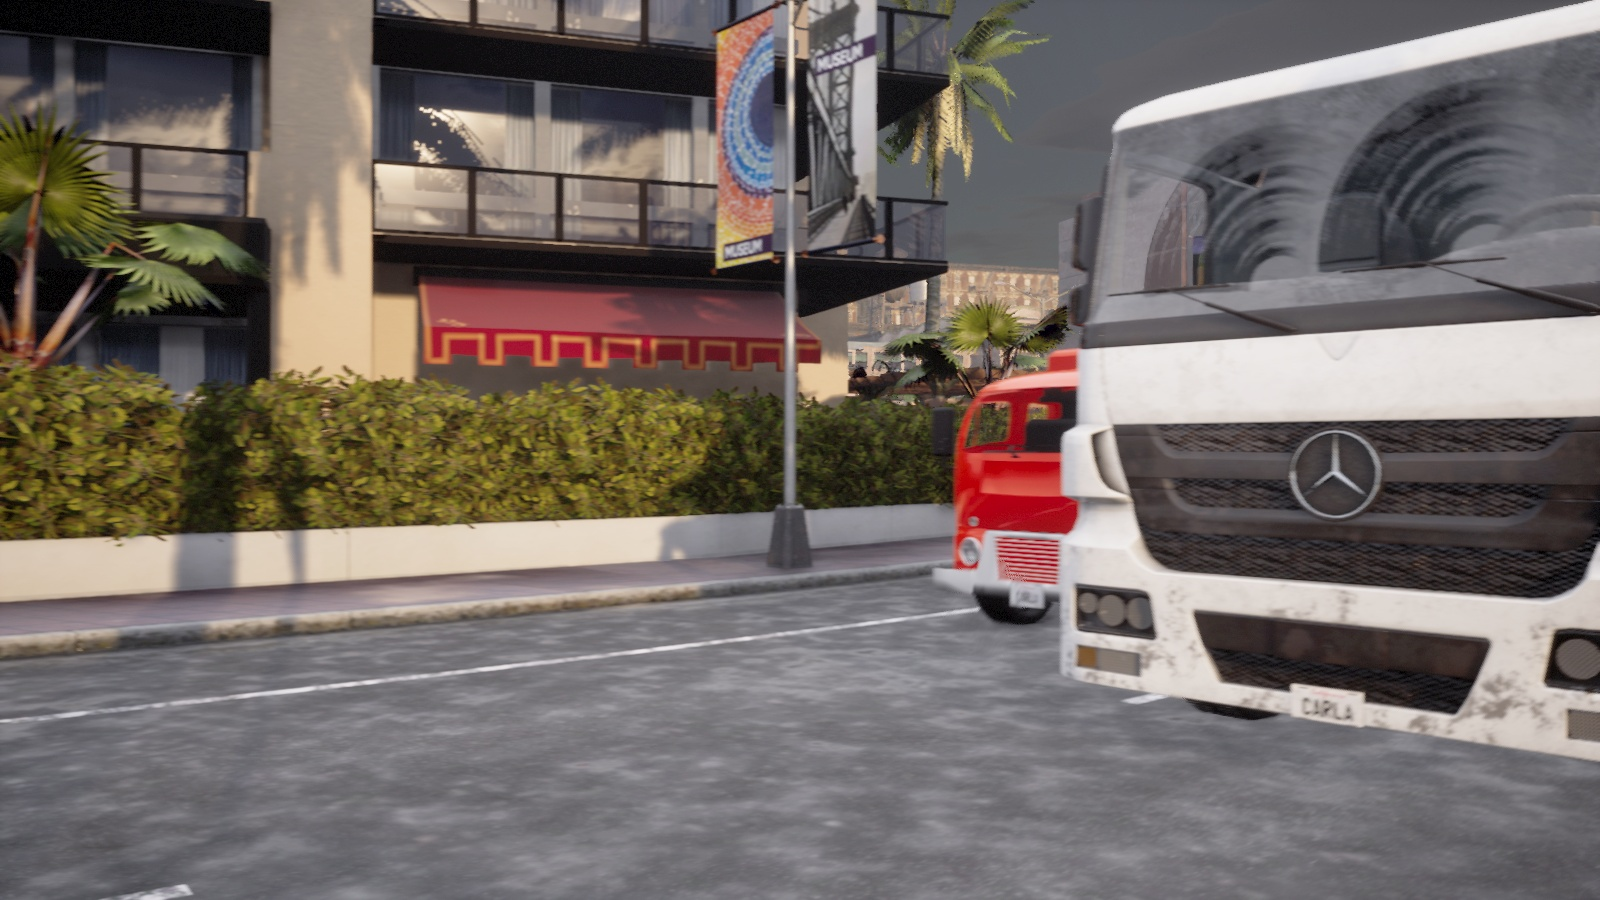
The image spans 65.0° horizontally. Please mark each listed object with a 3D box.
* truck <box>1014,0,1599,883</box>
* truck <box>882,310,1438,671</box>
[{"bbox_3d":[4.888,-0.228,7.861,7.936,3.462,2.891,0,0,-44],"label":"truck"},{"bbox_3d":[3.453,0.280,11.346,2.627,2.467,5.204,0,0,45],"label":"truck"}]
